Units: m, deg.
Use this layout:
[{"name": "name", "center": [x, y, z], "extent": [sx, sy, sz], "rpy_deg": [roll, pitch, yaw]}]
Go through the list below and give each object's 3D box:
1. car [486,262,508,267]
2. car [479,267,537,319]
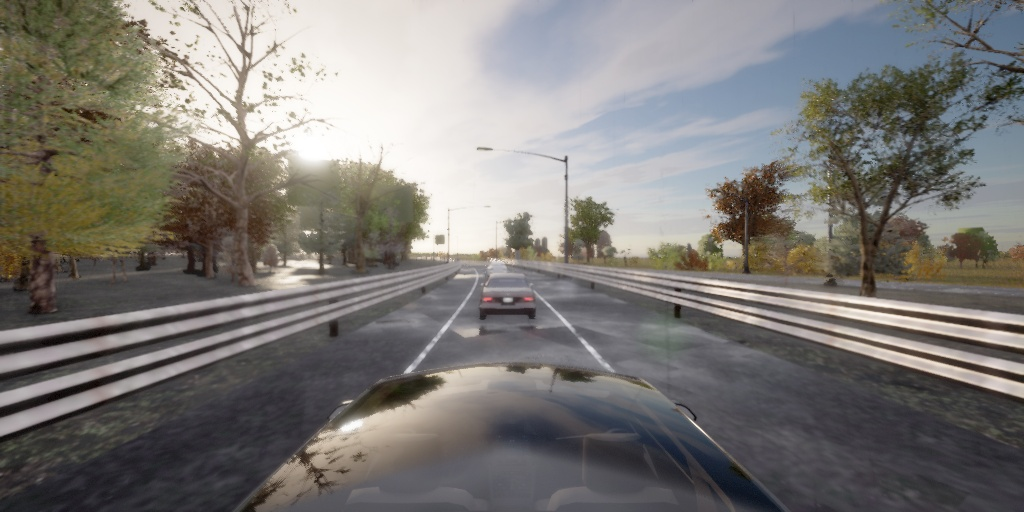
[{"name": "car", "center": [-1.353, 1.282, 32.595], "extent": [1.812, 1.442, 4.674], "rpy_deg": [0, 0, -5]}, {"name": "car", "center": [-0.178, 1.303, 12.778], "extent": [2.033, 1.411, 5.357], "rpy_deg": [0, 0, -1]}]
